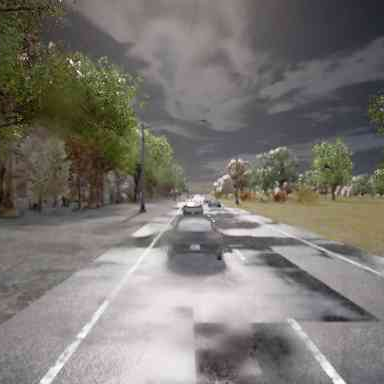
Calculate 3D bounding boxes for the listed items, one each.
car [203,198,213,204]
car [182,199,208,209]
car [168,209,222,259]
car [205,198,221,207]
[{"bbox_3d":[3.524,1.914,72.859,1.895,1.301,4.718,0,0,0],"label":"car"},{"bbox_3d":[0.108,1.630,31.854,2.128,1.511,4.902,0,0,0],"label":"car"},{"bbox_3d":[0.103,1.581,12.729,1.812,1.442,4.674,0,0,0],"label":"car"},{"bbox_3d":[3.618,1.802,54.828,1.994,1.385,4.181,0,0,0],"label":"car"}]
